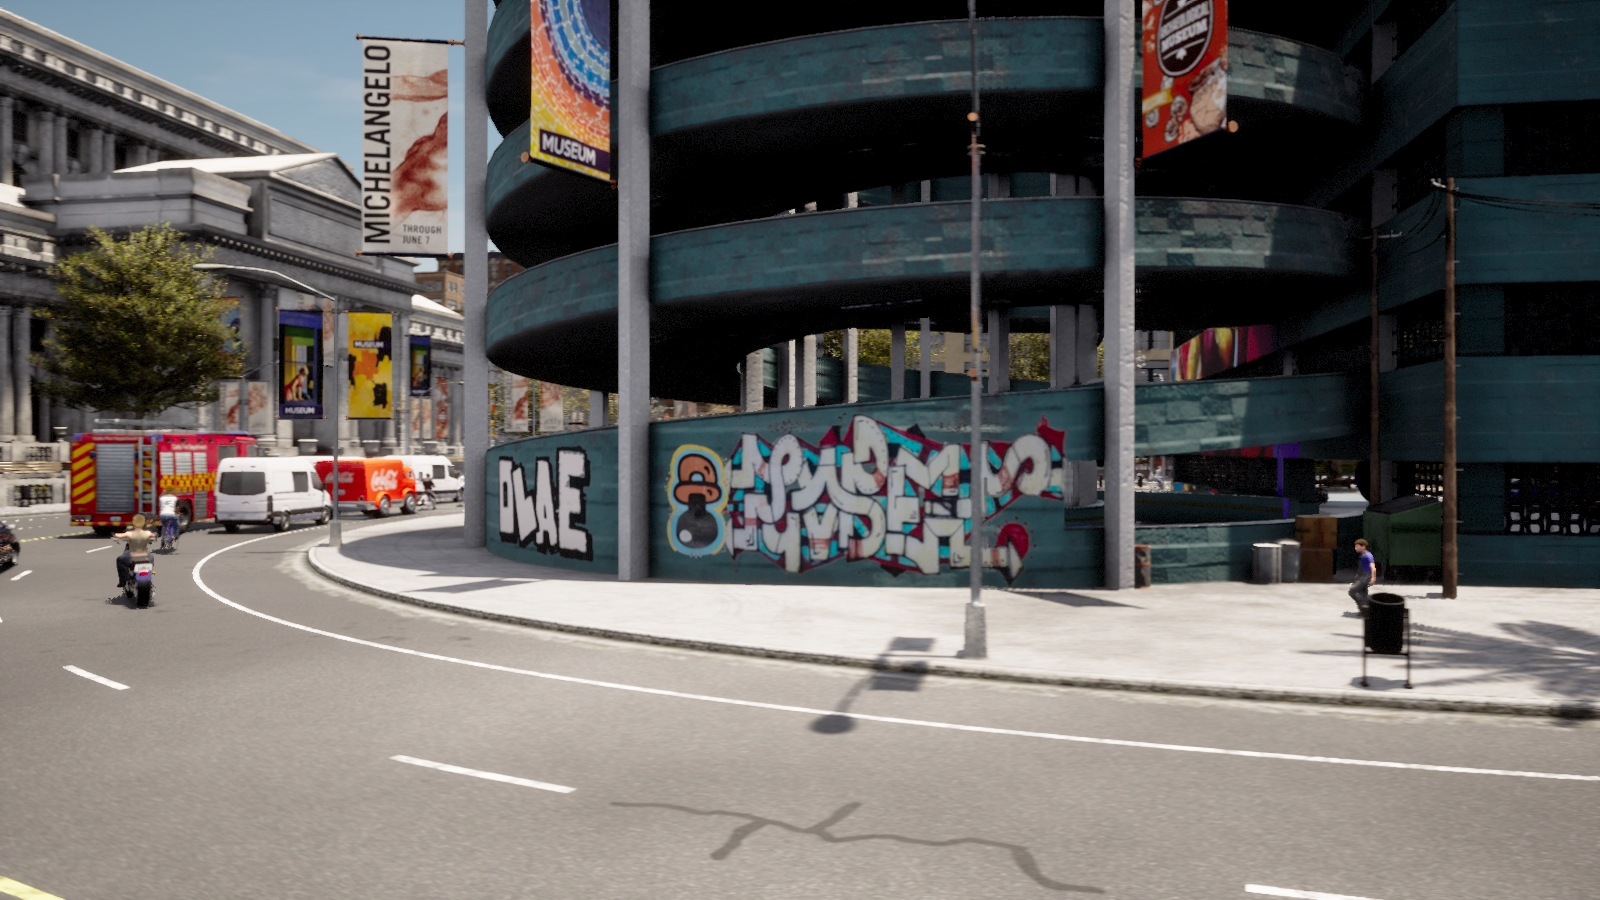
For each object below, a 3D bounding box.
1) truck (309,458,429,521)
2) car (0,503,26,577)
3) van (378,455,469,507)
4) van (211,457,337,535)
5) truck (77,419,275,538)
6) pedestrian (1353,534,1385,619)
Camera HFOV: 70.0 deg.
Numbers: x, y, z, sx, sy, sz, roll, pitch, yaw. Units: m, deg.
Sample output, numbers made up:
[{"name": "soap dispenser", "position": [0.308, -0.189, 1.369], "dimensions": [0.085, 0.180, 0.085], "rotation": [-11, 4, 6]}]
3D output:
[{"name": "truck", "position": [-18.243, 1.606, 48.671], "dimensions": [2.627, 2.467, 5.204], "rotation": [0, 0, 7]}, {"name": "car", "position": [-19.103, 2.055, 26.087], "dimensions": [1.845, 1.501, 3.633], "rotation": [0, 0, -25]}, {"name": "van", "position": [-19.803, 1.582, 60.482], "dimensions": [1.988, 2.561, 5.915], "rotation": [0, 0, 10]}, {"name": "van", "position": [-18.811, 1.565, 41.218], "dimensions": [1.988, 2.561, 5.915], "rotation": [0, 0, -2]}, {"name": "truck", "position": [-22.011, 0.920, 40.977], "dimensions": [2.891, 3.827, 8.468], "rotation": [0, 0, -3]}, {"name": "pedestrian", "position": [9.031, 1.996, 18.145], "dimensions": [0.375, 1.300, 0.375], "rotation": [0, 0, 12]}]
